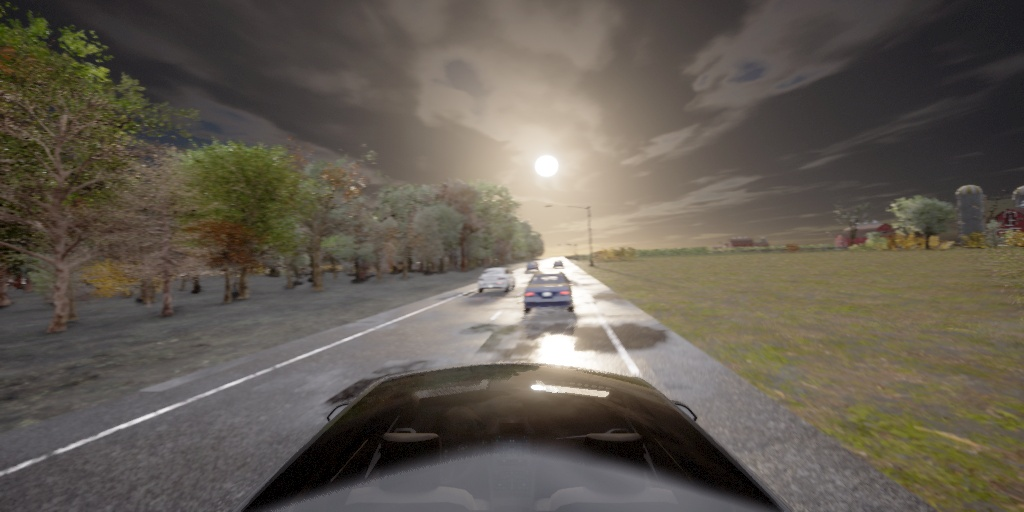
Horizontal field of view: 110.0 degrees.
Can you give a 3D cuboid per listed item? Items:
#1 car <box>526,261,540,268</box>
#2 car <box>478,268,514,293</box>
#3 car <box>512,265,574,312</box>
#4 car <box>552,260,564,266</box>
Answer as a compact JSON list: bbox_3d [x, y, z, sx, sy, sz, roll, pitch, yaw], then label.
[{"bbox_3d":[2.993,1.478,51.073,2.033,1.411,5.357,-3,0,8],"label":"car"},{"bbox_3d":[-0.911,1.459,22.527,1.812,1.442,4.674,-3,0,8],"label":"car"},{"bbox_3d":[1.499,1.310,14.352,2.033,1.411,5.357,-3,0,8],"label":"car"},{"bbox_3d":[7.819,1.319,60.544,1.994,1.385,4.181,-3,0,8],"label":"car"}]
